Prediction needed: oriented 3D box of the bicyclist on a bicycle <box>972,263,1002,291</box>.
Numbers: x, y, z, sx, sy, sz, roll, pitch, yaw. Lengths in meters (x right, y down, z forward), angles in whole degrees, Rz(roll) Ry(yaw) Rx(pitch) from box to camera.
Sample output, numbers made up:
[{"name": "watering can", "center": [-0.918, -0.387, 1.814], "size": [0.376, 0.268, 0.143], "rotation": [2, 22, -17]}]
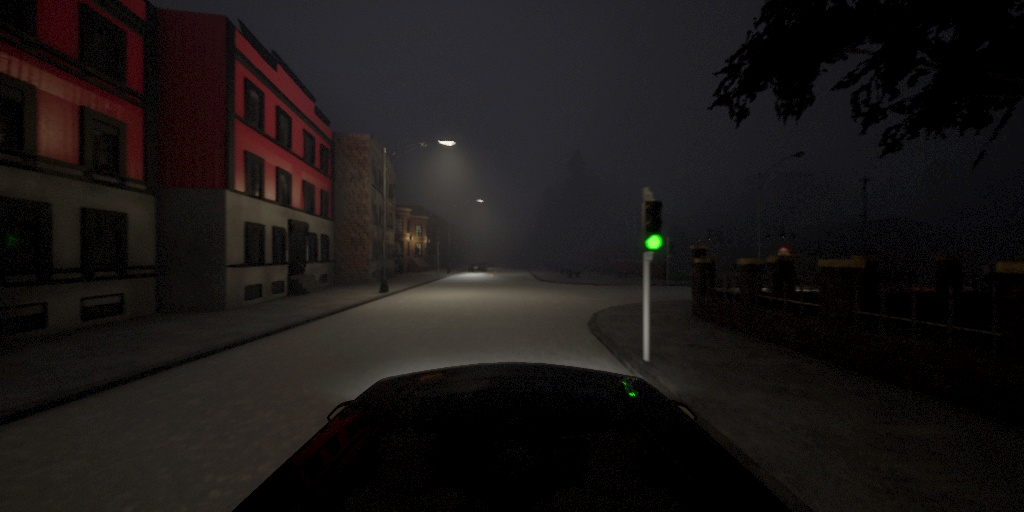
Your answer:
[{"name": "bicyclist on a bicycle", "center": [17.846, 1.074, 13.143], "size": [0.582, 1.620, 1.656], "rotation": [0, 0, 0]}]

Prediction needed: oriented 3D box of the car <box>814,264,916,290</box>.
[{"name": "car", "center": [21.086, 1.183, 21.532], "size": [5.008, 1.535, 1.882], "rotation": [0, 0, 0]}]

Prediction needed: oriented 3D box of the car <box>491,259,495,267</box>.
[{"name": "car", "center": [-4.012, 1.145, 60.028], "size": [1.812, 1.442, 4.674], "rotation": [0, 0, 1]}]

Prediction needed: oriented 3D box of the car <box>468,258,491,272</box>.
[{"name": "car", "center": [-4.075, 1.149, 43.039], "size": [2.128, 1.511, 4.902], "rotation": [0, 0, 0]}]
